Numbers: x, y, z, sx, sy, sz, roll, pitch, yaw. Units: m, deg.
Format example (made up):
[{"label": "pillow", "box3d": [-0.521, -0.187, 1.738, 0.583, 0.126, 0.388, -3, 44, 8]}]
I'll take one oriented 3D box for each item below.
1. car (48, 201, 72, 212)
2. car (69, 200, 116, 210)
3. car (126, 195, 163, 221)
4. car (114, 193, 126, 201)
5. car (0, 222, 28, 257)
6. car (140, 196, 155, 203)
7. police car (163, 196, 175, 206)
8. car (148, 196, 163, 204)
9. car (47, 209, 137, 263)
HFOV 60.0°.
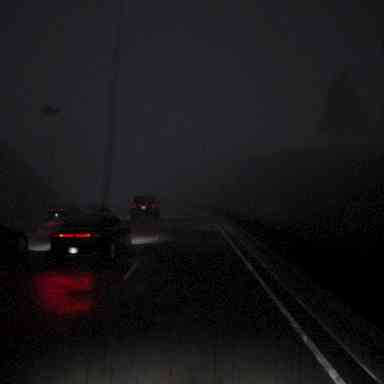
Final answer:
[{"label": "car", "box3d": [-10.952, 1.558, 28.852, 1.837, 1.490, 4.892, 0, 0, -4]}, {"label": "car", "box3d": [-7.194, 1.592, 25.112, 2.033, 1.411, 5.357, 0, 0, -3]}, {"label": "car", "box3d": [-3.848, 1.273, 27.901, 2.150, 2.045, 5.566, 0, 0, -4]}, {"label": "car", "box3d": [-18.881, 1.249, 87.780, 2.150, 2.045, 5.566, 0, 0, -31]}, {"label": "car", "box3d": [-6.954, 1.524, 10.300, 1.837, 1.490, 4.892, 0, 0, 1]}, {"label": "car", "box3d": [-9.529, 1.604, 71.305, 1.882, 1.535, 5.008, 0, 0, -23]}, {"label": "police car", "box3d": [-4.176, 1.524, 56.000, 1.930, 1.638, 5.238, 0, 0, -16]}, {"label": "car", "box3d": [-7.295, 1.621, 65.602, 1.837, 1.490, 4.892, 0, 0, -20]}, {"label": "car", "box3d": [-3.438, 1.521, 12.115, 1.837, 1.490, 4.892, 0, -2, 0]}]
